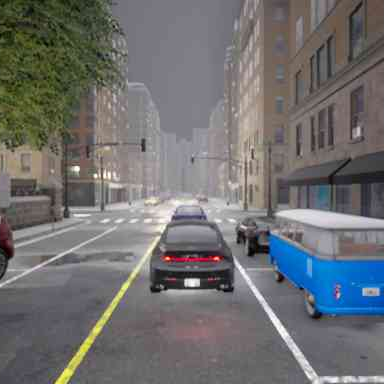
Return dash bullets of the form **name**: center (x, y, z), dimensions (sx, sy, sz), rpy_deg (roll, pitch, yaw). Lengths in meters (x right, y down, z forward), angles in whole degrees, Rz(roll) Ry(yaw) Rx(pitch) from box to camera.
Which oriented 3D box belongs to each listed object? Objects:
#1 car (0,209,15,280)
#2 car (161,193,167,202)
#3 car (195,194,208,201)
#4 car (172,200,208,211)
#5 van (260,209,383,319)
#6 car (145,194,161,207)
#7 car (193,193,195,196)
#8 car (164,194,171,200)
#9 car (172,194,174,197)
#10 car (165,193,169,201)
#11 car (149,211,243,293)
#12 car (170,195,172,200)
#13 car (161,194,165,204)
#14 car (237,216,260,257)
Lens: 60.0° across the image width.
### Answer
- **car**: center (-5.731, 1.302, 6.950), dimensions (2.192, 1.841, 5.009), rpy_deg (0, 0, -1)
- **car**: center (-6.250, 1.412, 61.538), dimensions (1.887, 1.381, 4.507), rpy_deg (0, 0, -1)
- **car**: center (2.222, 1.298, 67.105), dimensions (1.967, 1.590, 4.097), rpy_deg (0, 0, -1)
- **car**: center (-0.137, 1.441, 18.303), dimensions (1.882, 1.535, 5.008), rpy_deg (0, 0, 0)
- **van**: center (2.793, 1.328, 7.071), dimensions (1.690, 1.788, 3.998), rpy_deg (0, 0, -1)
- **car**: center (-6.144, 1.414, 50.467), dimensions (1.752, 1.417, 4.829), rpy_deg (0, 0, -1)
- **car**: center (1.962, 1.349, 94.516), dimensions (1.752, 1.417, 4.829), rpy_deg (0, 0, -1)
- **car**: center (-6.507, 1.355, 88.620), dimensions (1.752, 1.417, 4.829), rpy_deg (0, 0, -1)
- **car**: center (-6.458, 1.151, 83.340), dimensions (2.192, 1.841, 5.009), rpy_deg (0, 0, -1)
- **car**: center (-6.301, 1.403, 66.988), dimensions (1.887, 1.381, 4.507), rpy_deg (0, 0, -1)
- **car**: center (-0.009, 1.489, 8.808), dimensions (1.837, 1.490, 4.892), rpy_deg (0, 0, 0)
- **car**: center (-6.405, 1.393, 77.889), dimensions (2.008, 1.369, 4.403), rpy_deg (0, 0, -1)
- **car**: center (-6.198, 1.428, 56.087), dimensions (2.008, 1.369, 4.403), rpy_deg (0, 0, -1)
- **car**: center (2.740, 1.542, 12.731), dimensions (1.947, 1.339, 4.313), rpy_deg (0, 0, -1)
